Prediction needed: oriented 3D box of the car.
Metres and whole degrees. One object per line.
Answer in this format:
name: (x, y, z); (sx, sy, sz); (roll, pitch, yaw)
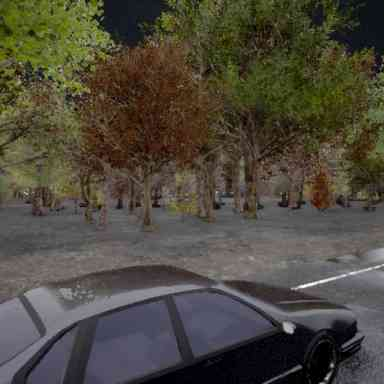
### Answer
car: (-0.418, 1.547, 3.446); (5.357, 1.411, 2.033); (0, 0, -35)
